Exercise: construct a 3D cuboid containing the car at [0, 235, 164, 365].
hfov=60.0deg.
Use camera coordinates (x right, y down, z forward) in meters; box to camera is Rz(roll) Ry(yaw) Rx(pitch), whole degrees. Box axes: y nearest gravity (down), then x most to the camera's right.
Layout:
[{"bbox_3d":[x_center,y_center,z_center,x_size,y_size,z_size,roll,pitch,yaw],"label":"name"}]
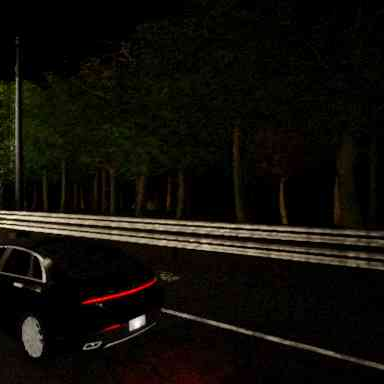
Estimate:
[{"bbox_3d":[-2.713,1.547,5.932,4.892,1.490,1.837,-1,0,36],"label":"car"}]
